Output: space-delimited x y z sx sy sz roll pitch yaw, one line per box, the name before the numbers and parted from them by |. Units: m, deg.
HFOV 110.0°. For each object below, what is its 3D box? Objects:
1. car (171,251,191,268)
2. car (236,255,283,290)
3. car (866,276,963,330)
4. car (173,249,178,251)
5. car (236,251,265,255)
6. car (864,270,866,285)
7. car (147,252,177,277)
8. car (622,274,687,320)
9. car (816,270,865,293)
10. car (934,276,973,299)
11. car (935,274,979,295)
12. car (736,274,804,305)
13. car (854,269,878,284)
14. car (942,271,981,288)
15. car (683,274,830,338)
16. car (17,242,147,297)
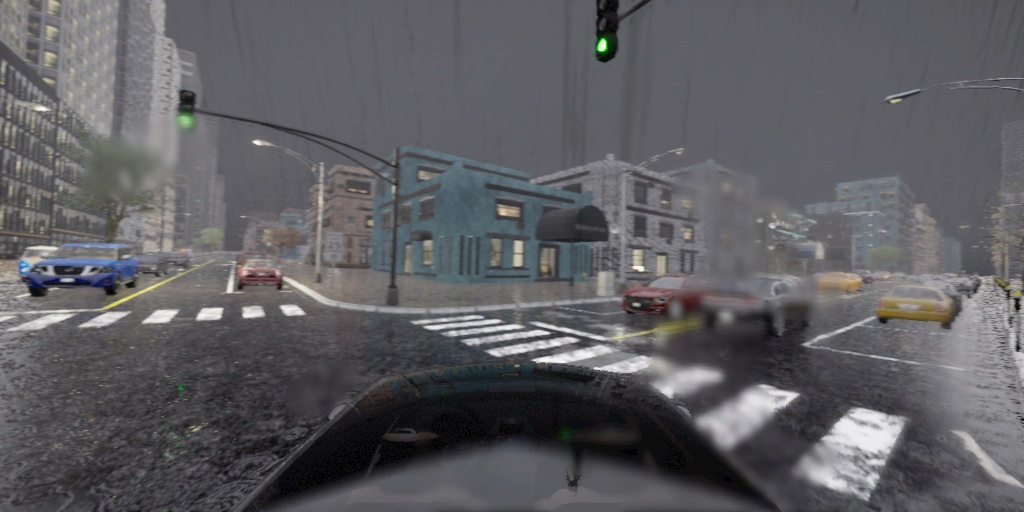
car | -33.179 0.472 35.353 1.994 1.385 4.181 3 -1 -37
car | -13.574 0.890 19.227 1.967 1.591 4.097 0 0 -38
car | 14.218 1.633 12.577 4.829 1.417 1.751 0 0 -37
car | -44.374 0.177 45.596 1.948 1.339 4.313 0 0 -38
car | -20.483 0.611 28.228 2.192 1.841 5.009 0 0 -38
car | 39.834 2.709 42.358 4.829 1.417 1.751 0 0 -37
car | -24.787 0.642 24.385 2.033 1.411 5.357 3 -1 -37
car | 6.286 1.467 13.859 5.008 1.535 1.882 2 -1 -37
car | 26.696 2.150 29.190 5.008 1.535 1.882 2 -1 -37
car | 18.501 1.806 15.802 4.403 1.370 2.007 0 0 -37
car | 31.756 2.251 25.783 4.403 1.370 2.007 0 0 -37
car | 14.468 1.788 20.001 4.674 1.442 1.812 2 -1 -37
car | 44.389 2.647 45.788 5.009 1.841 2.192 0 0 -37
car | 40.593 2.437 32.438 4.097 1.591 1.967 0 0 -37
car | 7.607 1.448 10.970 4.902 1.511 2.128 2 -1 -37
car | -17.646 0.474 15.101 2.150 2.045 5.566 3 -1 -37
